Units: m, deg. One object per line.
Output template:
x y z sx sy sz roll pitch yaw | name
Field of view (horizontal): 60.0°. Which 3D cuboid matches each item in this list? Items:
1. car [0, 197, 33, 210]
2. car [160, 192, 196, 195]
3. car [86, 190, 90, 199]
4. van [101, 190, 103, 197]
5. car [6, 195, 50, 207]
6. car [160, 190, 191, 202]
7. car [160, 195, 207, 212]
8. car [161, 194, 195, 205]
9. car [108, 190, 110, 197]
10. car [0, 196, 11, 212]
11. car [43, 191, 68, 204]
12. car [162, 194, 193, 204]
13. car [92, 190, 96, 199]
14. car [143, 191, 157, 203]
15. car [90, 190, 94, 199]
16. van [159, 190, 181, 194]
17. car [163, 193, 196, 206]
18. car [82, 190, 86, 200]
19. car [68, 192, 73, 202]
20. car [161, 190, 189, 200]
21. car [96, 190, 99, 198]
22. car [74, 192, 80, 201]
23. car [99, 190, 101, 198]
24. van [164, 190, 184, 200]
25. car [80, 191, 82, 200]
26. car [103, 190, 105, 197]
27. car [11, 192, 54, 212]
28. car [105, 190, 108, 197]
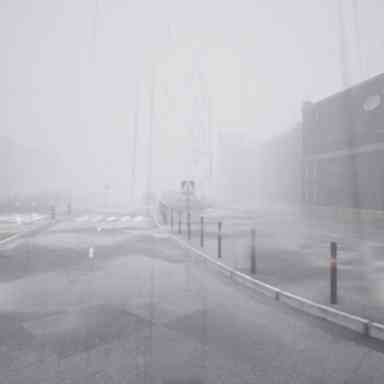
-21.506 1.287 39.196 4.674 1.452 2.002 0 1 -4 | car
-1.232 1.157 38.817 4.553 1.767 2.185 0 1 -4 | car
-23.582 0.785 66.691 4.553 1.767 2.185 0 1 -4 | car
-24.558 0.541 80.564 4.442 1.987 1.878 0 1 -4 | van
-21.936 1.188 44.698 4.892 1.521 2.231 0 1 -4 | car
-2.982 0.748 61.110 5.566 2.045 2.435 0 1 -4 | car
-0.882 1.354 33.394 4.792 1.488 2.163 0 0 -4 | car
-2.119 1.148 50.031 5.008 1.535 2.097 0 1 -4 | car
-25.292 0.696 88.680 4.892 1.521 2.231 0 1 -4 | car
-21.055 1.174 33.694 4.553 1.767 2.185 0 0 -4 | car
-22.378 0.865 50.190 5.566 2.045 2.435 0 1 -4 | car
-2.308 1.113 52.678 4.892 1.521 2.231 0 1 -4 | car
-24.029 0.852 72.188 4.892 1.521 2.231 0 1 -4 | car
-7.324 0.781 57.762 2.150 2.045 5.566 0 1 -4 | car
-23.818 0.882 69.439 4.892 1.521 2.231 0 1 -4 | car
-1.600 1.029 41.704 4.442 1.987 1.878 0 1 -4 | van
-1.863 1.061 47.137 4.553 1.767 2.185 0 1 -4 | car
-23.434 0.818 63.937 4.553 1.767 2.185 0 1 -4 | car
-22.376 1.077 52.959 5.366 1.575 1.946 0 1 -4 | car
-3.546 0.646 69.302 5.566 2.045 2.435 0 1 -4 | car
-24.239 0.823 74.937 4.892 1.521 2.231 0 1 -4 | car
-22.988 1.010 58.443 5.008 1.535 2.097 0 1 -4 | car
-24.450 0.795 77.685 4.892 1.521 2.231 0 1 -4 | car
-3.901 0.639 72.064 4.442 1.987 1.878 0 1 -4 | van
-23.224 0.850 61.188 4.553 1.767 2.185 0 1 -4 | car
-24.874 0.783 83.183 4.674 1.452 2.002 0 1 -4 | car
-16.647 1.166 34.918 2.097 1.767 4.553 0 0 -5 | car
-25.272 0.715 85.918 5.366 1.575 1.946 0 0 -4 | car
